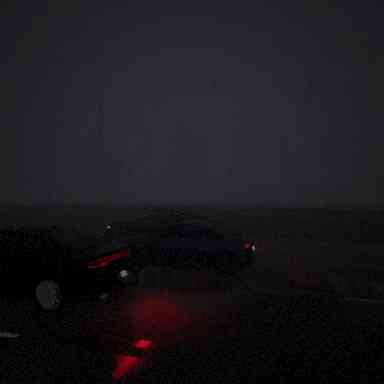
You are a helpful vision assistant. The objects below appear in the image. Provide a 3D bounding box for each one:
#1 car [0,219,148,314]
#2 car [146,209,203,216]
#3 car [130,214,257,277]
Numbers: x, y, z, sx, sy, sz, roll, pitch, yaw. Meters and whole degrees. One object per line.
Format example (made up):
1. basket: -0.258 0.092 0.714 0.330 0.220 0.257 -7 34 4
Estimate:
1. car: -3.722 1.470 7.401 5.008 1.535 1.882 0 0 17
2. car: -1.280 1.481 13.976 4.902 1.511 2.128 0 0 17
3. car: -0.177 1.556 9.980 4.181 1.385 1.994 0 0 17
